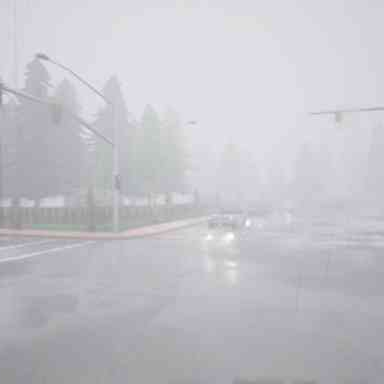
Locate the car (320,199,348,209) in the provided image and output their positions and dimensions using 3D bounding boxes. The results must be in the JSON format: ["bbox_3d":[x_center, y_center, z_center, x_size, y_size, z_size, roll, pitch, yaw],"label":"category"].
[{"bbox_3d":[21.076,1.756,49.461,5.008,1.535,1.882,0,-1,-34],"label":"car"}]

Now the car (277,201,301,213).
[{"bbox_3d":[11.944,1.808,41.099,1.812,1.442,4.674,-1,-1,40],"label":"car"}]

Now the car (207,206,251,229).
[{"bbox_3d":[2.586,1.800,23.535,1.895,1.301,4.718,-1,-1,21],"label":"car"}]

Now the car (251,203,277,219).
[{"bbox_3d":[6.571,1.814,32.667,1.994,1.385,4.181,-1,-1,27],"label":"car"}]
